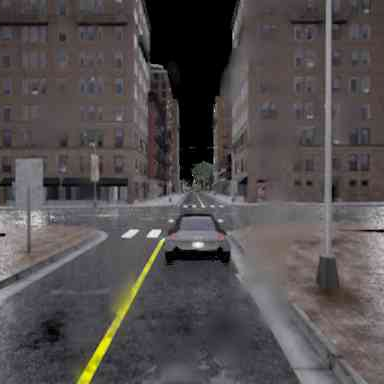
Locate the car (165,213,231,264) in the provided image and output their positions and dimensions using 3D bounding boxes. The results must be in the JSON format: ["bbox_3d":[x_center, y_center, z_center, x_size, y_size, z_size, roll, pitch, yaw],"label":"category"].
[{"bbox_3d":[0.139,1.406,11.245,1.994,1.385,4.181,0,1,-1],"label":"car"}]
